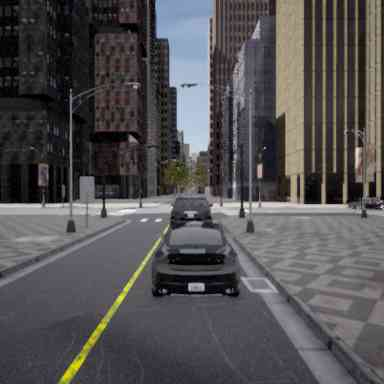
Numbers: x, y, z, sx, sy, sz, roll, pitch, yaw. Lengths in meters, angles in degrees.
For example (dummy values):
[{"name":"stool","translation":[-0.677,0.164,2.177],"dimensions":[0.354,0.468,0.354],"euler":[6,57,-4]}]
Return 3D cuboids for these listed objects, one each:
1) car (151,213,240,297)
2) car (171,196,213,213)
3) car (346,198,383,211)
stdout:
[{"name":"car","translation":[0.081,1.505,8.537],"dimensions":[1.837,1.490,4.892],"euler":[0,0,0]},{"name":"car","translation":[0.001,1.222,18.489],"dimensions":[2.150,2.045,5.566],"euler":[0,0,1]},{"name":"car","translation":[21.766,1.519,41.402],"dimensions":[4.892,1.490,1.837],"euler":[0,0,0]}]
